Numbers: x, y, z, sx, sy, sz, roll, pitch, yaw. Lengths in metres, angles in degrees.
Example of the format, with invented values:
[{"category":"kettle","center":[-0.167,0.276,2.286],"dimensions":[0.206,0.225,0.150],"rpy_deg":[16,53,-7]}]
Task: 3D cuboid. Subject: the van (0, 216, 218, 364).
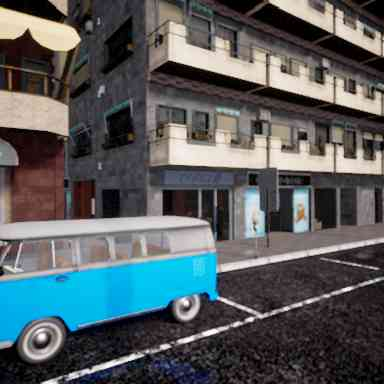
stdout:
[{"category":"van","center":[-1.440,1.340,5.545],"dimensions":[3.998,1.788,1.690],"rpy_deg":[0,0,-36]}]
